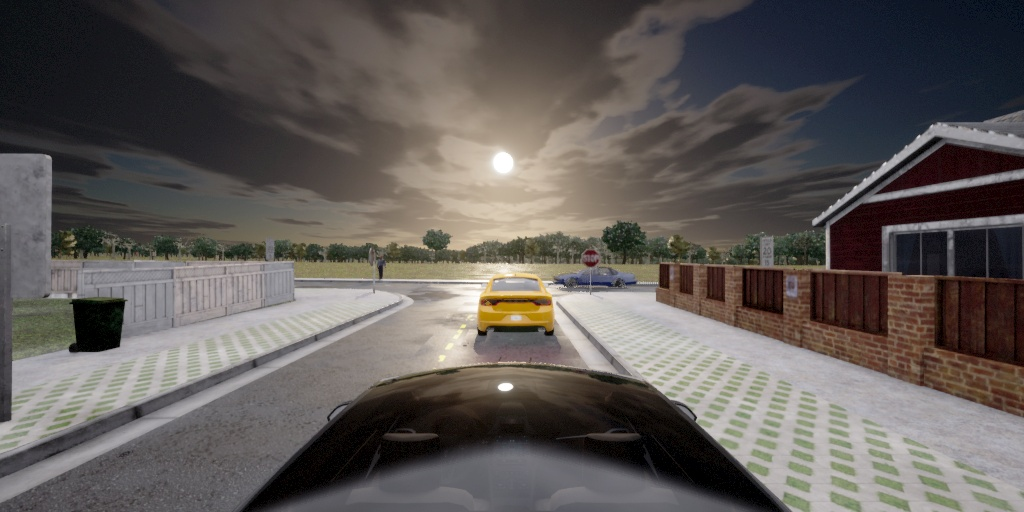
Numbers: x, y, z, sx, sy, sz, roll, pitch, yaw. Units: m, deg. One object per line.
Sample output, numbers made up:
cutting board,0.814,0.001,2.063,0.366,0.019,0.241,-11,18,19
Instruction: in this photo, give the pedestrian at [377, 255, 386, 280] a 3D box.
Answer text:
pedestrian,-9.721,0.819,26.577,0.375,1.860,0.375,0,-1,0

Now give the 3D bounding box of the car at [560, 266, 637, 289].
car,5.427,1.396,23.777,5.357,1.411,2.033,1,0,0

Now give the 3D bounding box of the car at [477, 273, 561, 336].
car,0.092,1.229,10.468,1.882,1.535,5.008,0,0,0
